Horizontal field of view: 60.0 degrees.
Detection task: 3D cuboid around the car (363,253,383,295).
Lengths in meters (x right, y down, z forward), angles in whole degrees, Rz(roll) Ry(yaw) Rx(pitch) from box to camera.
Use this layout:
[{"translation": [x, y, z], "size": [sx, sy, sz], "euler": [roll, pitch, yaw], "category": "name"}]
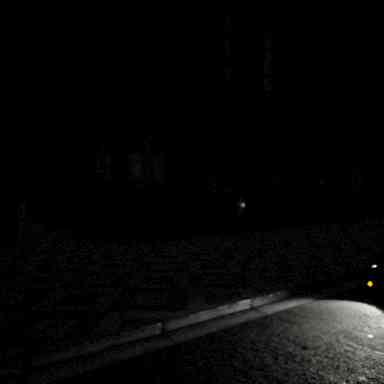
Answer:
[{"translation": [5.690, 1.570, 7.388], "size": [4.181, 1.385, 1.994], "euler": [0, 0, -35], "category": "car"}]
